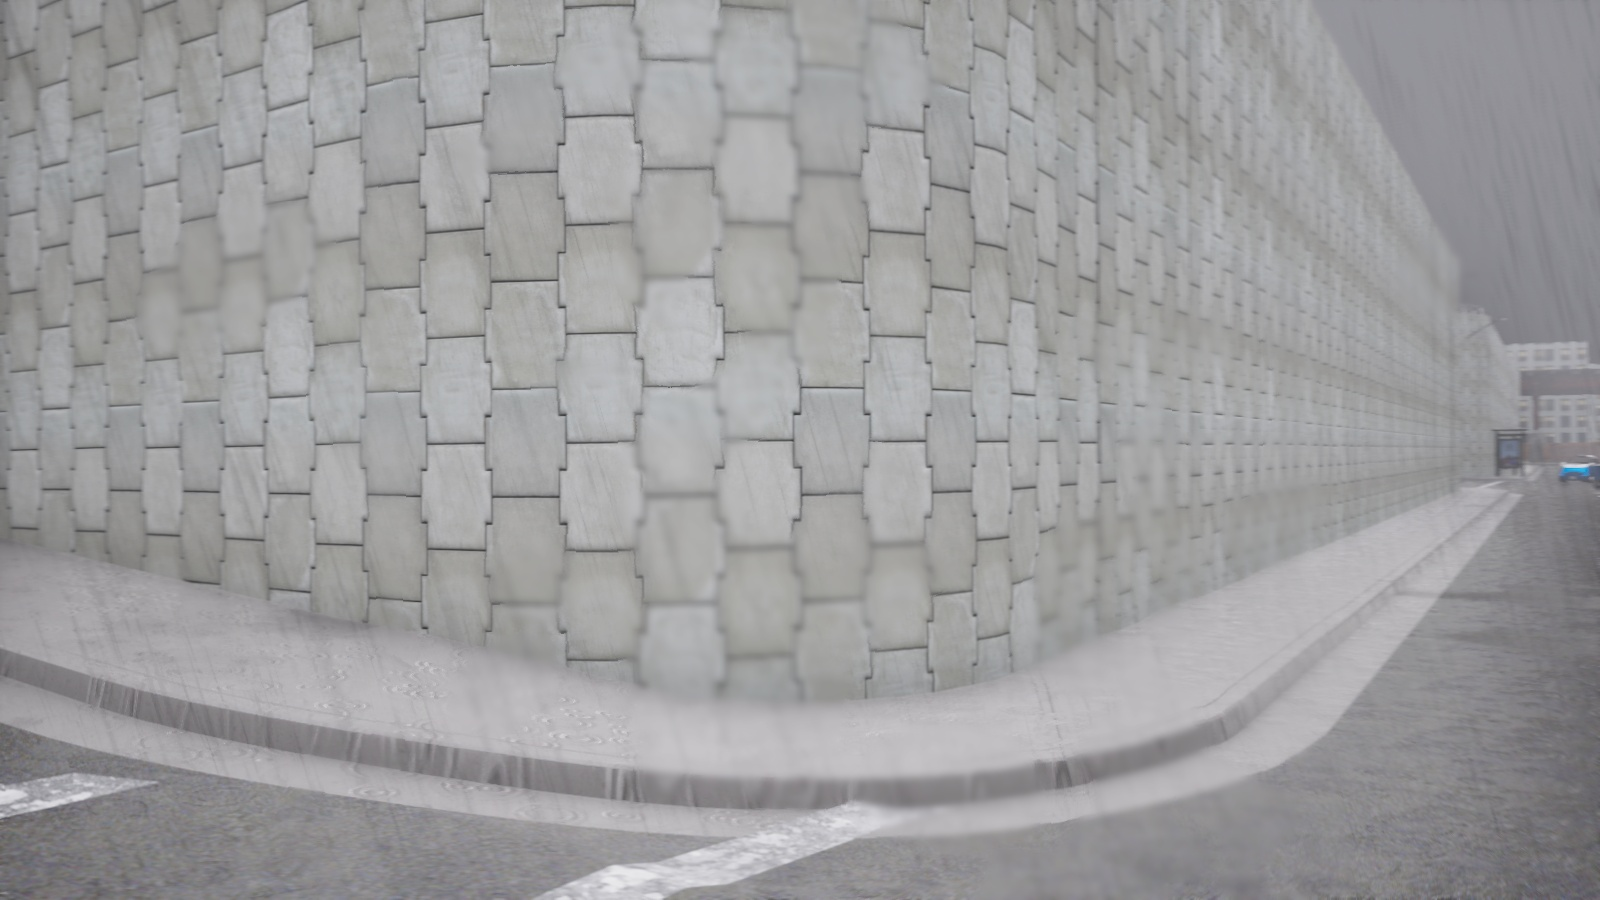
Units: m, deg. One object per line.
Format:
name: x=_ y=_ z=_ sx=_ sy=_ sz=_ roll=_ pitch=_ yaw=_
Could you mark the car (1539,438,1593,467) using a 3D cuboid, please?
car: x=37.857 y=0.100 z=62.080 sx=2.207 sy=1.376 sz=1.481 roll=-1 pitch=0 yaw=-34
